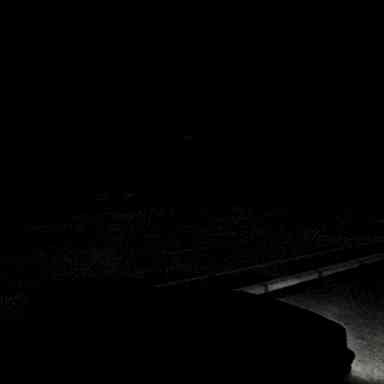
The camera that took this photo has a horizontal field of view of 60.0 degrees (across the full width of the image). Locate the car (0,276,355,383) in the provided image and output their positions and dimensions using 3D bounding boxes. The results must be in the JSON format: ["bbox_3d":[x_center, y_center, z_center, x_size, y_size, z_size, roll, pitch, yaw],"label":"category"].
[{"bbox_3d":[-0.817,1.540,2.856,5.357,1.411,2.033,-1,0,-35],"label":"car"}]
